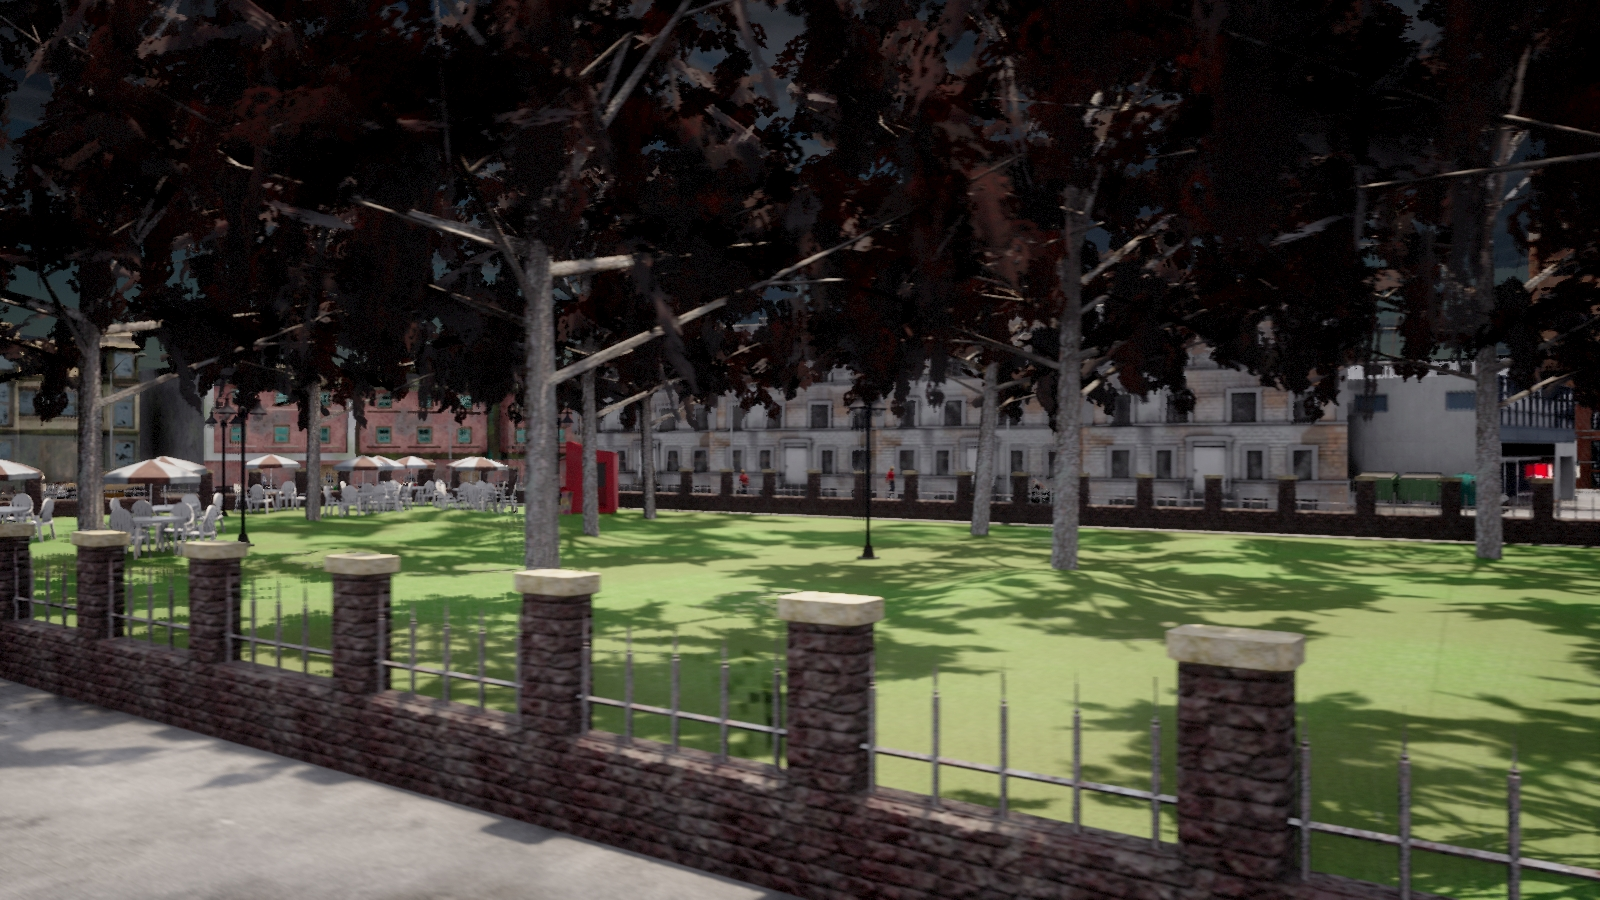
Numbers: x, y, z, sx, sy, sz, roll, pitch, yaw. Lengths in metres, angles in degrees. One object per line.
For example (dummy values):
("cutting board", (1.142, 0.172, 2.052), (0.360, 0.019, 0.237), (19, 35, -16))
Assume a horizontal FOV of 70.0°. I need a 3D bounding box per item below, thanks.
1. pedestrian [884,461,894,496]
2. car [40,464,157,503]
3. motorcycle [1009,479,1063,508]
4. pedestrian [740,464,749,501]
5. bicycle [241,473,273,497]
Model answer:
("pedestrian", (4.799, 1.529, 61.718), (0.375, 1.860, 0.375), (0, 0, 36))
("car", (-35.191, 1.652, 57.391), (1.932, 1.855, 4.605), (0, 0, 37))
("motorcycle", (10.766, 1.988, 52.151), (2.209, 1.251, 0.867), (0, 0, 35))
("pedestrian", (-2.818, 1.633, 57.669), (0.375, 1.860, 0.375), (0, 0, 14))
("bicycle", (-30.498, 1.944, 64.184), (0.373, 1.296, 1.643), (0, 0, 36))
